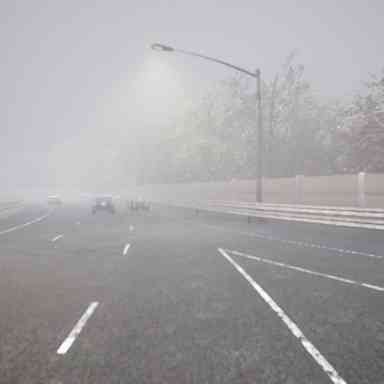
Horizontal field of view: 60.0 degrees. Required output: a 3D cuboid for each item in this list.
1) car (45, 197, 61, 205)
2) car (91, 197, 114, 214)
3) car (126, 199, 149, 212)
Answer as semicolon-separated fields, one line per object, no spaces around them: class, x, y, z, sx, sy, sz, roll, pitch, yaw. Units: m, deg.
car;-23.808;1.458;56.873;1.994;1.385;4.181;-1;0;-32
car;-9.190;1.241;34.134;2.097;1.767;4.553;-1;0;-18
car;-5.958;1.450;35.806;1.895;1.301;4.718;0;0;-19
